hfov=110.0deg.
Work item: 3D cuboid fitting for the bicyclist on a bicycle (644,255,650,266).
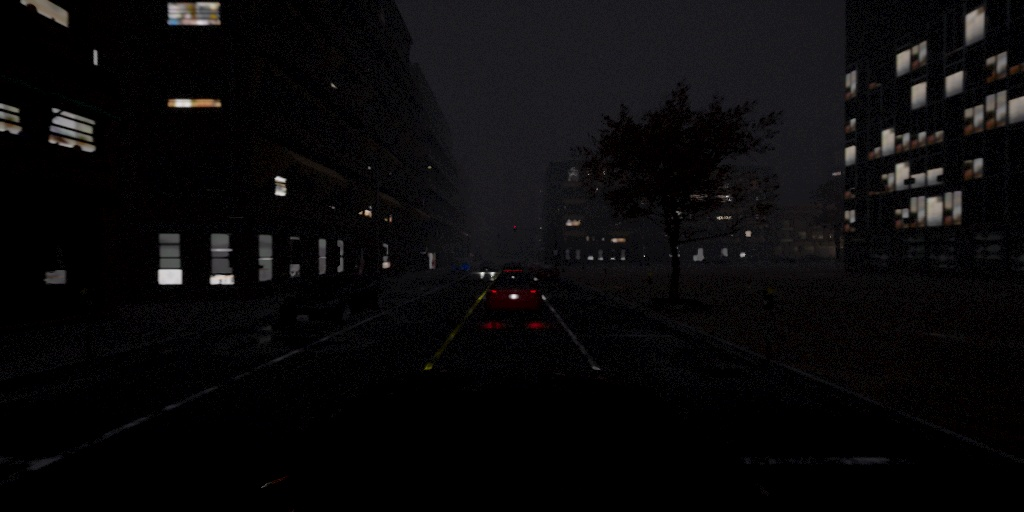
[{"bbox_3d":[20.265,0.742,53.868,0.582,1.620,1.656,-1,0,-1],"label":"bicyclist on a bicycle"}]

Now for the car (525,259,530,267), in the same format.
[{"bbox_3d":[2.704,1.271,39.554,1.888,1.381,4.507,0,0,0],"label":"car"}]

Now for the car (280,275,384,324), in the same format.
[{"bbox_3d":[-5.687,1.306,11.925,1.948,1.339,4.313,0,0,0],"label":"car"}]

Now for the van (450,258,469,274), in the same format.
[{"bbox_3d":[-5.677,1.066,39.558,1.690,1.789,3.998,0,0,0],"label":"van"}]

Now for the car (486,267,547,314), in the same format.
[{"bbox_3d":[0.075,1.302,13.811,1.994,1.385,4.181,0,0,0],"label":"car"}]

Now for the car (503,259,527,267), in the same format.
[{"bbox_3d":[0.079,1.235,28.745,1.837,1.490,4.892,0,0,0],"label":"car"}]

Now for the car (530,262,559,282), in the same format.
[{"bbox_3d":[2.699,1.274,28.502,1.888,1.381,4.507,0,0,0],"label":"car"}]

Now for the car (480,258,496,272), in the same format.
[{"bbox_3d":[-3.023,1.272,45.849,2.033,1.411,5.357,0,0,1],"label":"car"}]
